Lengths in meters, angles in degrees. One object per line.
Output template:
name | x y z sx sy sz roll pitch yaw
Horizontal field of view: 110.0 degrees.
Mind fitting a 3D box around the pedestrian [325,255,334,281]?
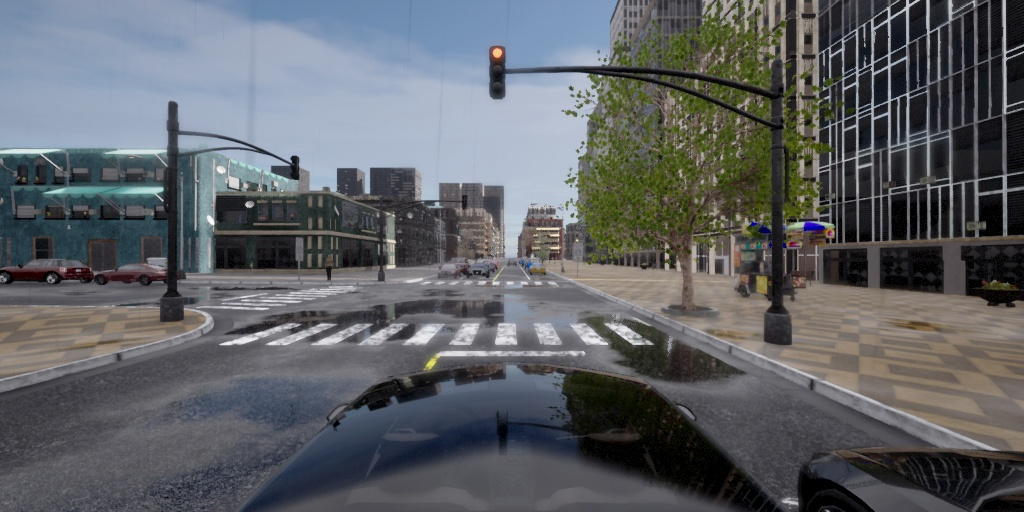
pedestrian | -12.739 0.788 24.963 0.375 1.860 0.375 0 -1 -1

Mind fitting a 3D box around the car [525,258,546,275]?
car | 2.706 1.278 38.676 1.751 1.417 4.829 0 0 0

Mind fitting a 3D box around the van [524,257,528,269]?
van | 2.709 1.094 44.057 1.690 1.789 3.998 0 0 0

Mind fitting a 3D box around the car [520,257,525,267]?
car | 2.713 1.305 55.159 2.007 1.370 4.403 0 0 0

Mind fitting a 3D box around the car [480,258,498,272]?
car | -3.081 1.317 43.828 1.994 1.385 4.181 0 0 0

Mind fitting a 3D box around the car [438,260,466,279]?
car | -5.676 1.334 32.956 1.802 1.307 4.207 0 0 0

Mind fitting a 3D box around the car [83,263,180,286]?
car | -22.812 1.089 21.876 4.207 1.307 1.802 0 0 -1

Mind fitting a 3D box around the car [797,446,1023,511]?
car | 2.691 1.316 0.476 1.948 1.339 4.313 0 0 0

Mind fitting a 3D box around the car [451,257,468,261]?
car | -5.674 1.067 38.507 2.192 1.841 5.009 0 0 0

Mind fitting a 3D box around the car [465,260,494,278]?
car | -3.085 1.316 33.779 1.994 1.385 4.181 0 0 0

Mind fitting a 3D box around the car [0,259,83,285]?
car | -28.360 0.879 21.800 4.097 1.591 1.967 0 0 -1
